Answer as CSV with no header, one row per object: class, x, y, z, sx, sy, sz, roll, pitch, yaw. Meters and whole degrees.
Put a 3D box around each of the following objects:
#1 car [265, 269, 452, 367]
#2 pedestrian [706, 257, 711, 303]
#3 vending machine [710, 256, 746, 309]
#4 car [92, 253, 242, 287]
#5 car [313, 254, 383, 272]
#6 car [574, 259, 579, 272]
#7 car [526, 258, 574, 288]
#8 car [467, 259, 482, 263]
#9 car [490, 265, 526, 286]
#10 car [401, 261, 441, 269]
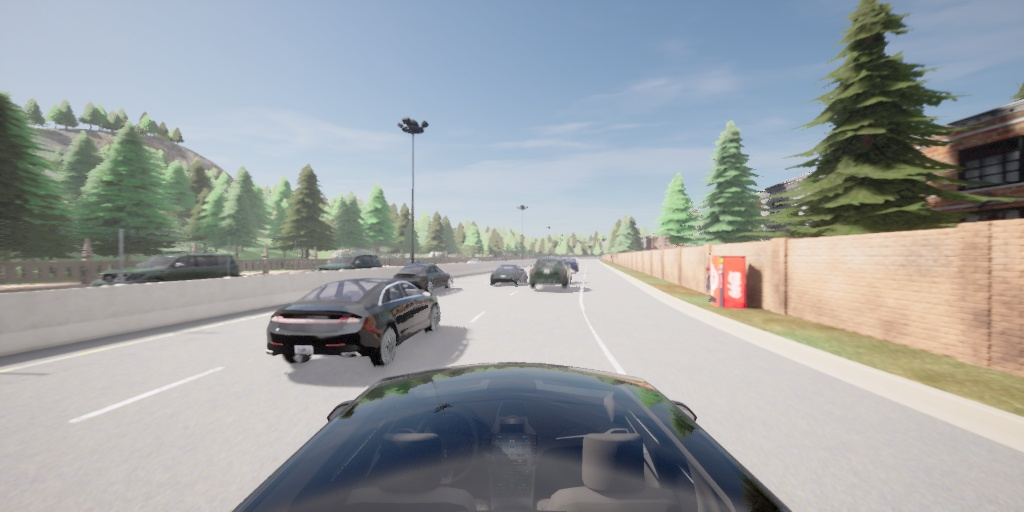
car,-3.007,1.222,7.912,2.128,1.511,4.902,0,0,4
pedestrian,7.837,0.914,14.165,0.375,1.860,0.375,0,0,9
vending machine,8.009,0.971,13.340,1.100,2.100,0.880,0,0,9
car,-16.206,0.883,17.398,2.150,2.045,5.566,0,0,9
car,-11.249,0.899,25.037,2.150,2.045,5.566,0,0,12
car,6.613,1.036,41.294,1.882,1.535,5.008,0,0,12
car,2.409,0.912,21.694,2.097,1.767,4.553,0,0,12
car,-6.558,1.196,63.478,1.812,1.442,4.674,0,0,12
car,-0.183,1.291,25.510,1.994,1.385,4.181,0,0,12
car,-4.859,1.216,19.983,1.837,1.490,4.892,0,0,10
